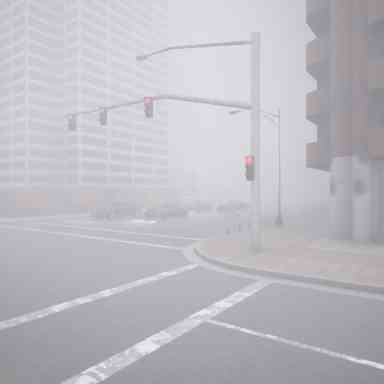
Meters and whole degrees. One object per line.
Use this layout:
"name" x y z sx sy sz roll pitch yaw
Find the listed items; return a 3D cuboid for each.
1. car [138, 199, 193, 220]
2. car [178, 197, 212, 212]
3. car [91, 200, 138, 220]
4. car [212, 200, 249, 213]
"car" -2.131 1.564 27.947 1.994 1.385 4.181 0 0 35
"car" 0.725 1.564 38.056 1.994 1.385 4.181 0 0 36
"car" -6.241 1.505 28.188 1.837 1.490 4.892 0 0 35
"car" 4.607 1.600 37.500 1.895 1.301 4.718 0 0 35
